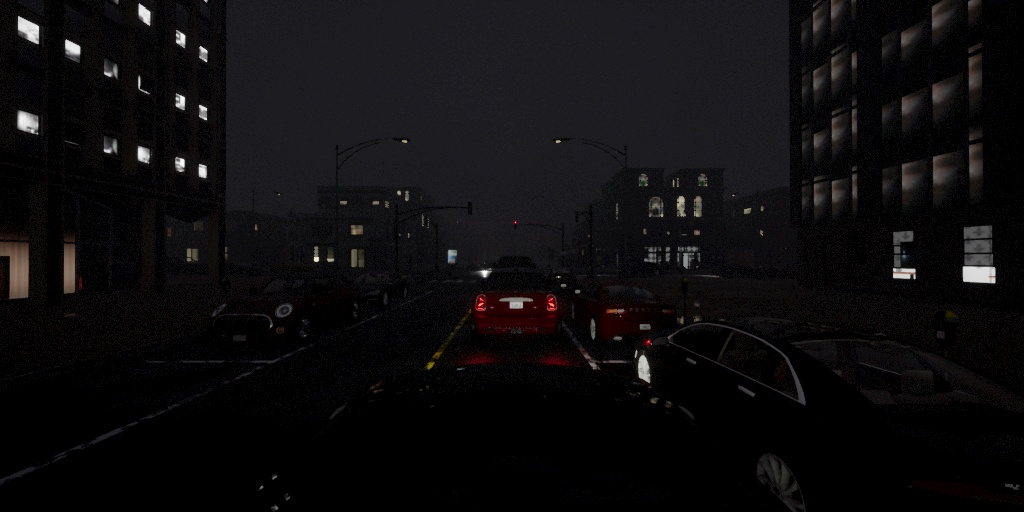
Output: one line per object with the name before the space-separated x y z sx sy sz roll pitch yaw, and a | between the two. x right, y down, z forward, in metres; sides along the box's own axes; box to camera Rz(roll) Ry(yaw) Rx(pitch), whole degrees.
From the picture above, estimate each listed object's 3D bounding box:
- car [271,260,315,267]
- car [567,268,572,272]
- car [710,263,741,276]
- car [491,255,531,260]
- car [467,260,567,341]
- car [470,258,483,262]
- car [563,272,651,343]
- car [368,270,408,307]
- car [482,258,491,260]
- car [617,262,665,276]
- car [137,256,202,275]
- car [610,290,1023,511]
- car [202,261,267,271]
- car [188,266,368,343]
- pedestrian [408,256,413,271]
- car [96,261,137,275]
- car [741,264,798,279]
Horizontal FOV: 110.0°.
car | -25.478 1.198 41.624 4.829 1.417 1.751 0 0 1
car | 2.679 1.302 20.855 2.007 1.370 4.403 0 0 0
car | 23.609 1.446 38.303 4.181 1.385 1.994 0 0 2
car | 0.109 0.973 20.169 2.150 2.045 5.566 0 0 -1
car | 0.094 1.103 10.016 2.097 1.767 4.553 0 0 0
car | -5.721 1.338 53.254 1.802 1.307 4.207 0 0 0
car | 2.686 1.296 9.471 1.888 1.381 4.507 0 0 0
car | -5.698 1.302 15.176 2.007 1.370 4.403 0 0 0
car | -3.103 1.357 52.111 1.895 1.301 4.718 0 0 -1
car | 13.763 1.339 38.448 4.892 1.490 1.837 0 0 1
car | -30.971 0.918 33.324 5.009 1.841 2.192 0 0 1
car | 2.689 1.301 3.779 2.007 1.370 4.403 0 0 0
car | -25.434 1.177 33.242 4.403 1.370 2.007 0 0 1
car | -5.695 1.190 9.483 1.967 1.591 4.097 0 0 0
pedestrian | -12.577 0.885 44.383 0.375 1.860 0.375 0 -1 1
car | -36.507 1.131 33.406 4.403 1.370 2.007 0 0 1
car | 23.624 1.433 32.481 4.207 1.307 1.802 0 0 1
